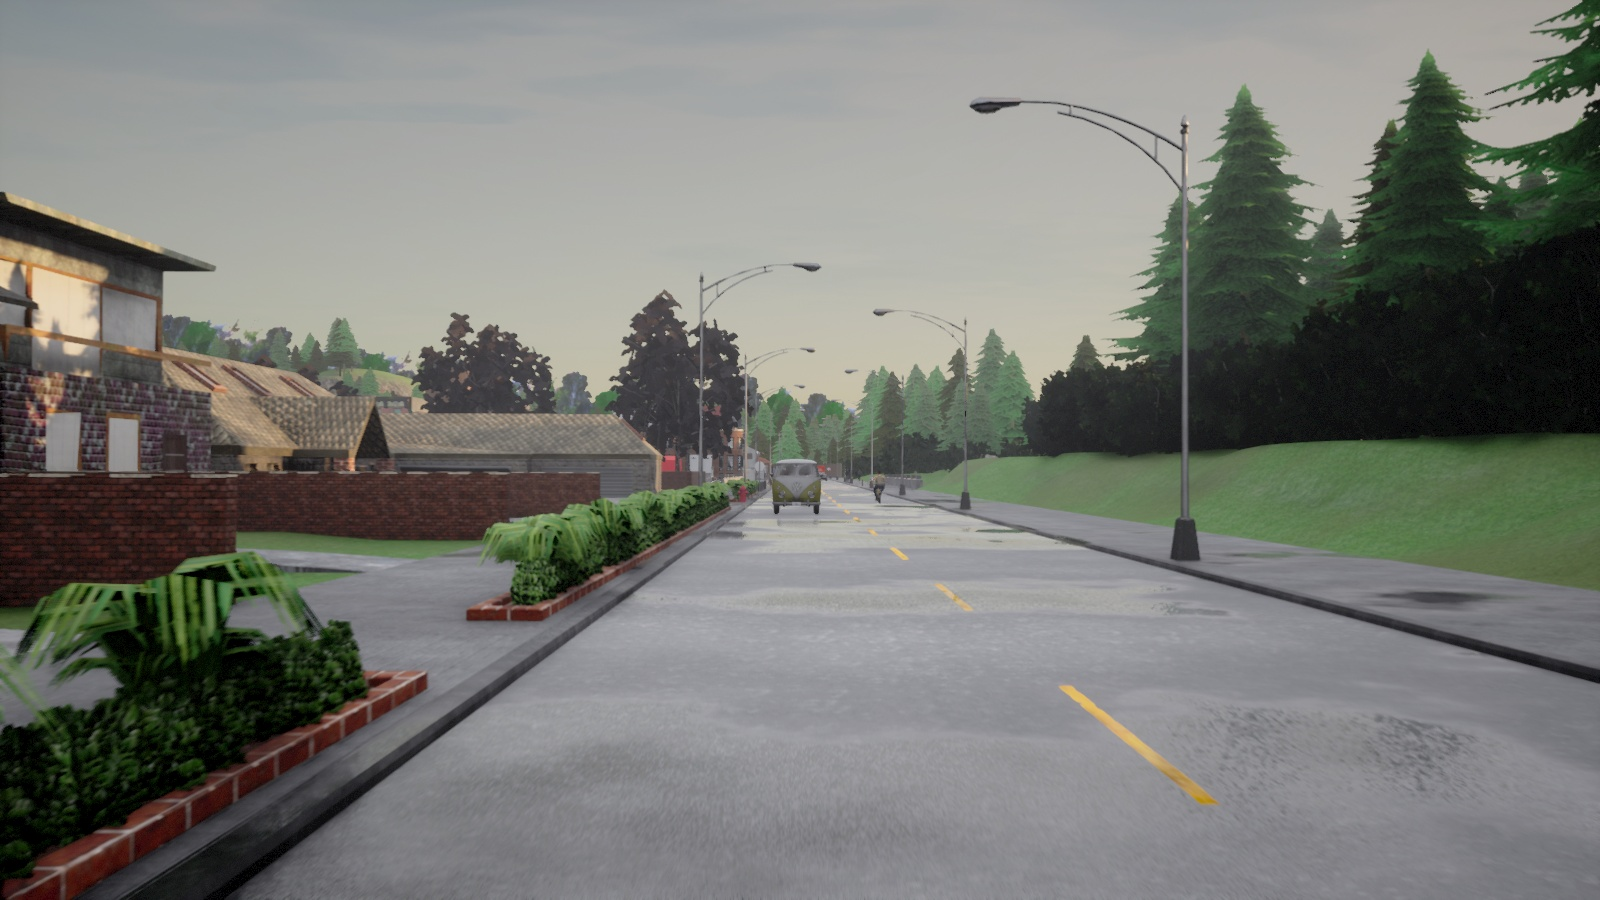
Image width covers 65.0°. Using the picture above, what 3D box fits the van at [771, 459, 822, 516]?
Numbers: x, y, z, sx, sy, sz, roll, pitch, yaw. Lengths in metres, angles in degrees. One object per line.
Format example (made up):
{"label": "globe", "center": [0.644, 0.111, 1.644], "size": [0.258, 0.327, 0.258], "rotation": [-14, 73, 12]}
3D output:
{"label": "van", "center": [-0.114, 1.339, 46.089], "size": [1.775, 1.987, 4.442], "rotation": [0, -1, 0]}
